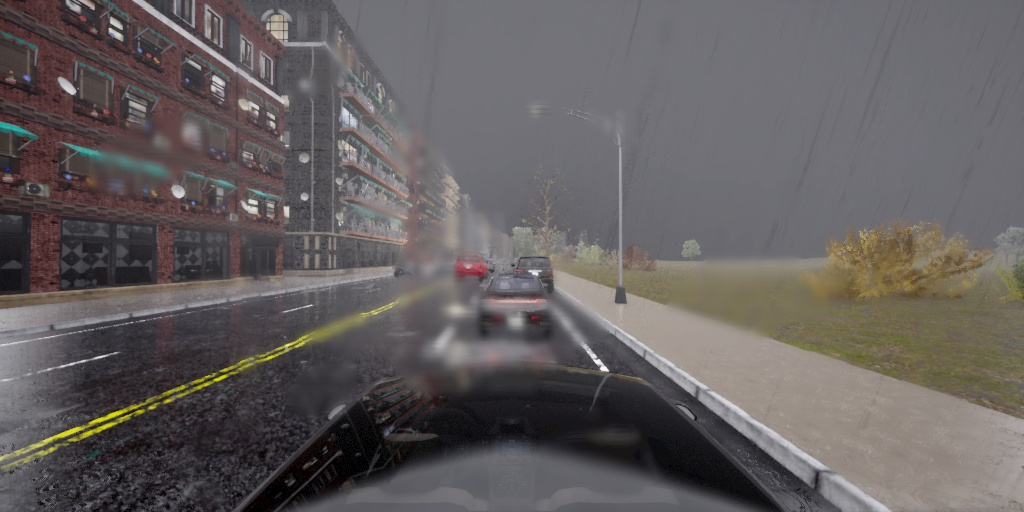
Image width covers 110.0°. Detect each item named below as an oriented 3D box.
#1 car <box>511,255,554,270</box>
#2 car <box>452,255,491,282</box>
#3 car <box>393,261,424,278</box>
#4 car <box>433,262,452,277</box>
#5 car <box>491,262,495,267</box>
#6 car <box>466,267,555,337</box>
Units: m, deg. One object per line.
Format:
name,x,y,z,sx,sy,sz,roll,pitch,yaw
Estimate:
car,1.132,0.980,20.236,2.150,2.045,5.566,0,0,0
car,-3.159,0.971,29.066,2.150,2.045,5.566,0,-1,0
car,-9.862,1.263,34.495,1.837,1.490,4.892,0,0,0
car,-6.612,1.322,35.934,1.994,1.385,4.181,0,0,0
car,-3.164,1.322,44.407,1.994,1.385,4.181,0,0,0
car,0.098,1.244,10.366,2.128,1.511,4.902,0,0,0
